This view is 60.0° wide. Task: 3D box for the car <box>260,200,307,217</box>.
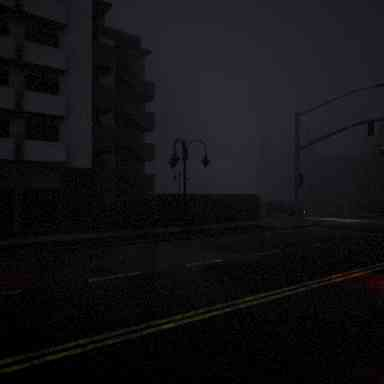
[{"bbox_3d":[8.435,1.492,31.304,2.128,1.511,4.902,0,0,-37],"label":"car"}]
